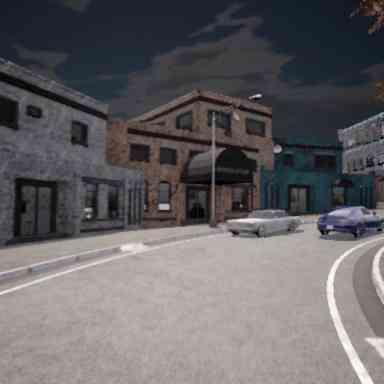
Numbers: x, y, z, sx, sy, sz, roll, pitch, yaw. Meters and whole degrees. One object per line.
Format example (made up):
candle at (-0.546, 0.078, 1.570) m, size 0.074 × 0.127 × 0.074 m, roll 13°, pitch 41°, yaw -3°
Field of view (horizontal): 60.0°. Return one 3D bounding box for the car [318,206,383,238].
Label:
car at (8.171, 1.448, 16.956) m, size 4.674 × 1.442 × 1.812 m, roll -1°, pitch -2°, yaw -40°

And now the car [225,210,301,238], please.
car at (3.956, 1.657, 18.194) m, size 4.718 × 1.301 × 1.895 m, roll 0°, pitch -1°, yaw -43°
